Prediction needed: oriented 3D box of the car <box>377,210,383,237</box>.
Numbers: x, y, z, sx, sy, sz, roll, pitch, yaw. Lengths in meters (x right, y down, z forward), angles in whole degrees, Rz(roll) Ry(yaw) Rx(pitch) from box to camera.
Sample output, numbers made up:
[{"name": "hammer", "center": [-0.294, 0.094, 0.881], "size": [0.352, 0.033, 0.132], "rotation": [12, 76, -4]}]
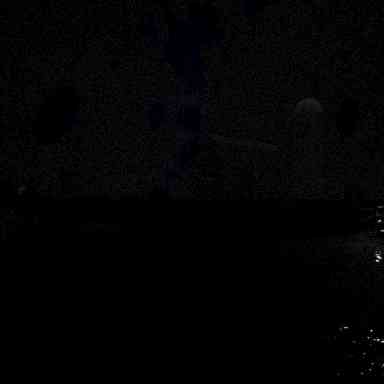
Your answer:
[{"name": "car", "center": [10.136, 1.278, 15.744], "size": [1.882, 1.535, 5.008], "rotation": [2, 1, 38]}]
